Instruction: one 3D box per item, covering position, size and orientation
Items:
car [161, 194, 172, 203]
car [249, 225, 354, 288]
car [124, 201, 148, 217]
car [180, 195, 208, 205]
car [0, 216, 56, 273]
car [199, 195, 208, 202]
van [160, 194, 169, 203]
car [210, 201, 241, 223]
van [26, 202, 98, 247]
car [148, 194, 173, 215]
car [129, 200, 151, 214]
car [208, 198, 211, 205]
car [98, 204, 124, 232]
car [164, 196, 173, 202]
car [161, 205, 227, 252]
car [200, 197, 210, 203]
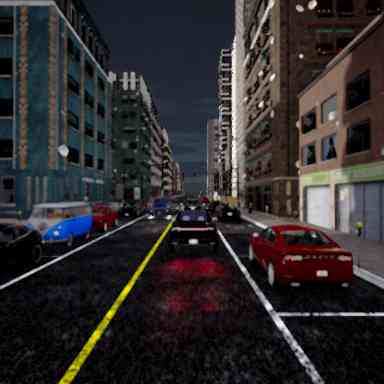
[{"bbox_3d":[-5.684,1.403,74.666,2.192,1.841,5.009,0,0,0],"label":"car"},{"bbox_3d":[2.698,1.552,9.114,1.887,1.381,4.507,0,0,0],"label":"car"},{"bbox_3d":[-5.684,1.594,31.220,1.947,1.339,4.313,0,0,0],"label":"car"},{"bbox_3d":[0.068,1.377,28.561,2.097,1.767,4.553,0,0,0],"label":"car"},{"bbox_3d":[-5.683,1.574,9.126,1.947,1.339,4.313,0,0,0],"label":"car"},{"bbox_3d":[2.696,1.537,80.193,1.967,1.590,4.097,0,0,0],"label":"car"},{"bbox_3d":[-5.684,1.420,69.138,1.690,1.788,3.998,0,0,0],"label":"van"},{"bbox_3d":[2.697,1.588,25.684,1.947,1.339,4.313,0,0,0],"label":"car"},{"bbox_3d":[-5.681,1.353,14.650,1.690,1.788,3.998,0,0,0],"label":"van"},{"bbox_3d":[-3.070,1.381,33.708,2.097,1.767,4.553,0,0,0],"label":"car"},{"bbox_3d":[-5.684,1.616,36.743,1.802,1.307,4.206,0,0,0],"label":"car"},{"bbox_3d":[2.697,1.600,36.732,1.947,1.339,4.313,0,0,0],"label":"car"},{"bbox_3d":[-5.683,1.562,20.173,1.887,1.381,4.507,0,0,0],"label":"car"},{"bbox_3d":[-5.685,1.642,80.194,1.887,1.381,4.507,0,0,0],"label":"car"},{"bbox_3d":[0.072,1.503,13.966,2.128,1.511,4.902,0,0,0],"label":"car"},{"bbox_3d":[2.696,1.661,69.137,1.802,1.307,4.206,0,0,0],"label":"car"}]
